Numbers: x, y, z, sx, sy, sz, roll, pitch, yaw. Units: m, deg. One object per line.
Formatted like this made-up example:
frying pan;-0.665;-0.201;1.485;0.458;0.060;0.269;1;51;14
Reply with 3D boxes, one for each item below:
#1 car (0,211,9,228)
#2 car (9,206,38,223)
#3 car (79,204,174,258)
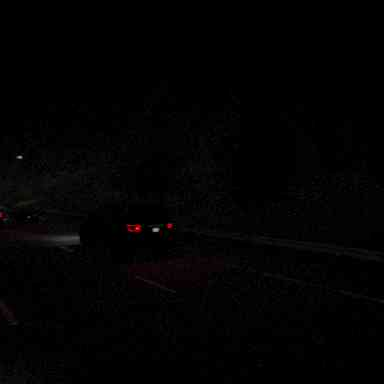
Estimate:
car;-15.130;1.646;24.189;2.097;1.767;4.553;2;-2;-38
car;-15.231;1.952;29.974;1.812;1.442;4.674;2;-2;-38
car;-2.993;1.511;14.398;2.150;2.045;5.566;2;-2;-38
